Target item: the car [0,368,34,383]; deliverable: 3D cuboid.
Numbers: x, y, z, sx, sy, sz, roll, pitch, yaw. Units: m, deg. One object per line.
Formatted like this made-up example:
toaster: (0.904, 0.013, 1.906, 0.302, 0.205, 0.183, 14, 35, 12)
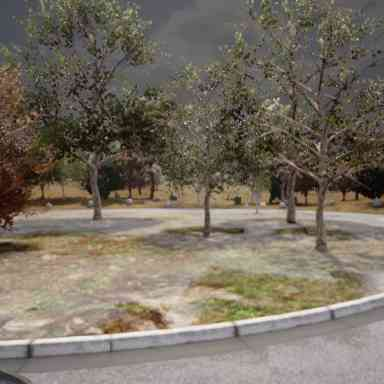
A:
car: (-3.281, 1.500, 1.850, 4.892, 1.490, 1.837, 1, 0, 0)
